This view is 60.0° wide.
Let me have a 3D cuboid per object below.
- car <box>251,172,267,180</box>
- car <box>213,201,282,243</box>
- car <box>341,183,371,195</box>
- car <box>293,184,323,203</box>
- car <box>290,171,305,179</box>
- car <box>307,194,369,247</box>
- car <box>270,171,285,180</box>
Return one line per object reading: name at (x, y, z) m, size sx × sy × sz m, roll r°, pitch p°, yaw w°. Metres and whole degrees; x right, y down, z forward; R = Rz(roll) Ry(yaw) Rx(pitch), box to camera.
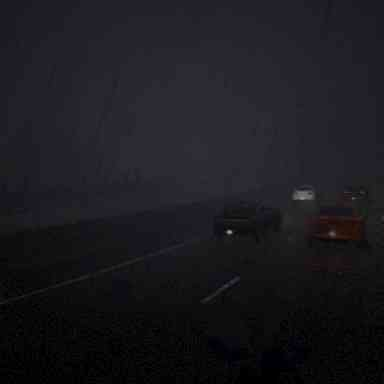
car at (12.646, -3.039, 62.454) m, size 1.812 × 1.442 × 4.674 m, roll 0°, pitch 6°, yaw 29°
car at (2.585, 1.161, 14.597) m, size 2.128 × 1.511 × 4.902 m, roll 0°, pitch 3°, yaw 29°
car at (12.772, 0.014, 25.993) m, size 2.128 × 1.511 × 4.902 m, roll 0°, pitch 6°, yaw 29°
car at (9.556, 0.052, 27.411) m, size 1.812 × 1.442 × 4.674 m, roll 0°, pitch 6°, yaw 29°
car at (18.828, -2.966, 59.196) m, size 1.994 × 1.385 × 4.181 m, roll 0°, pitch 6°, yaw 29°
car at (6.019, 1.127, 13.571) m, size 1.882 × 1.535 × 5.008 m, roll 0°, pitch 4°, yaw 29°
car at (15.721, -3.041, 60.795) m, size 1.837 × 1.490 × 4.892 m, roll 0°, pitch 6°, yaw 29°
